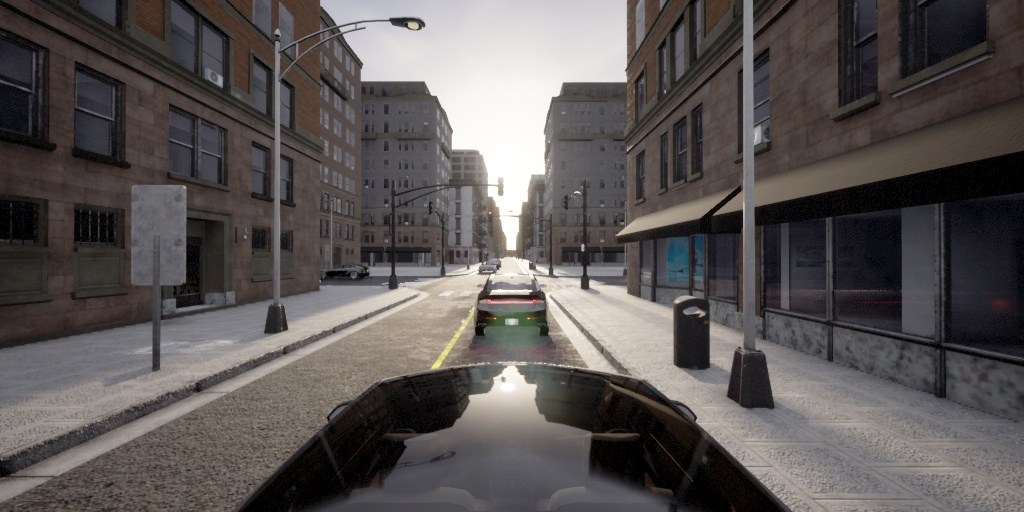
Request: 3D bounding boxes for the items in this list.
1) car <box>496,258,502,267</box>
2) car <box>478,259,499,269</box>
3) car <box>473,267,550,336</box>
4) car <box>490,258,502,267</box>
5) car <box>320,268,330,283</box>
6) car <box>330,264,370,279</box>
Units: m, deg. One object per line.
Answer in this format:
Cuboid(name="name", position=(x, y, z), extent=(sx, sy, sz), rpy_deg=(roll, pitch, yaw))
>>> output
Cuboid(name="car", position=(-2.854, 1.188, 53.142), extent=(1.882, 1.535, 5.008), rpy_deg=(0, 0, 0))
Cuboid(name="car", position=(-2.851, 1.327, 41.896), extent=(1.895, 1.301, 4.718), rpy_deg=(0, 0, 0))
Cuboid(name="car", position=(-0.002, 1.242, 10.349), extent=(2.128, 1.511, 4.902), rpy_deg=(0, 0, 0))
Cuboid(name="car", position=(-2.825, 1.201, 64.153), extent=(1.837, 1.490, 4.892), rpy_deg=(0, 0, 0))
Cuboid(name="car", position=(-14.775, 1.289, 23.491), extent=(4.313, 1.339, 1.948), rpy_deg=(0, 0, 0))
Cuboid(name="car", position=(-14.772, 1.330, 31.517), extent=(4.313, 1.339, 1.948), rpy_deg=(0, 0, 0))
